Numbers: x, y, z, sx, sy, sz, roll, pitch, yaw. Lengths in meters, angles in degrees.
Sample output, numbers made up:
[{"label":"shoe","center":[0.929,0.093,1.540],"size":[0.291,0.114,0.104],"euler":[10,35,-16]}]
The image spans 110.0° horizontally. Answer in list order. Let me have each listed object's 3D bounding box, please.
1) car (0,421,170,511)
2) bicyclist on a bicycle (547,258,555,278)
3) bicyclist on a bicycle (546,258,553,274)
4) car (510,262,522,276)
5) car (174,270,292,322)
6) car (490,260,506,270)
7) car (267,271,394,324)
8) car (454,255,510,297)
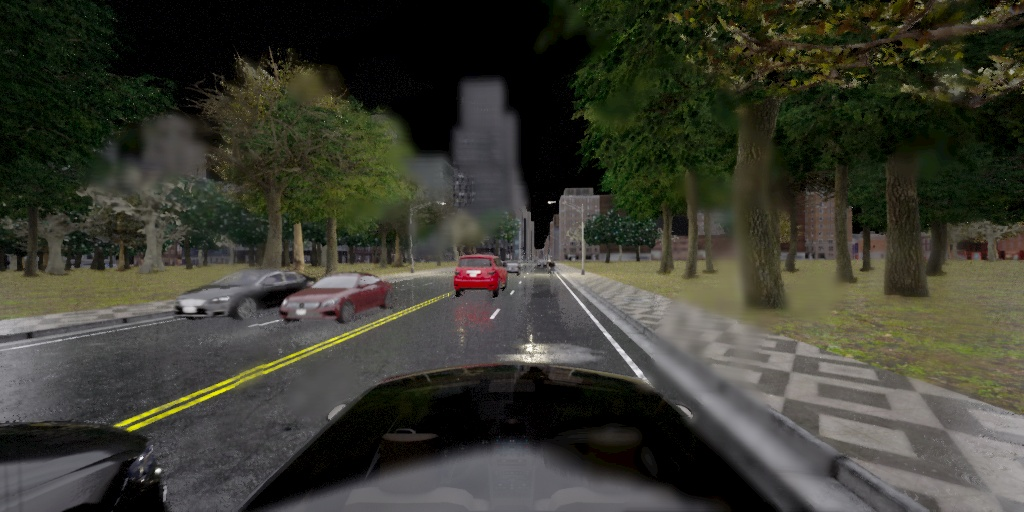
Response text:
[{"label":"car","center":[-3.112,1.241,0.139],"size":[2.128,1.511,4.902],"euler":[0,0,5]},{"label":"bicyclist on a bicycle","center":[3.572,1.140,32.186],"size":[0.659,1.776,1.843],"euler":[0,0,5]},{"label":"bicyclist on a bicycle","center":[4.325,1.157,41.367],"size":[0.659,1.776,1.843],"euler":[0,0,5]},{"label":"car","center":[0.027,1.327,38.437],"size":[2.033,1.411,5.357],"euler":[0,0,5]},{"label":"car","center":[-8.822,1.243,12.497],"size":[2.128,1.511,4.902],"euler":[0,0,5]},{"label":"car","center":[-2.111,1.381,54.496],"size":[1.994,1.385,4.181],"euler":[0,0,5]},{"label":"car","center":[-5.590,1.277,12.144],"size":[1.812,1.442,4.674],"euler":[0,0,5]},{"label":"car","center":[-1.552,0.976,19.173],"size":[2.150,2.045,5.566],"euler":[0,0,5]}]
